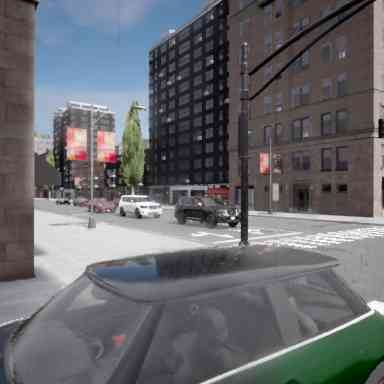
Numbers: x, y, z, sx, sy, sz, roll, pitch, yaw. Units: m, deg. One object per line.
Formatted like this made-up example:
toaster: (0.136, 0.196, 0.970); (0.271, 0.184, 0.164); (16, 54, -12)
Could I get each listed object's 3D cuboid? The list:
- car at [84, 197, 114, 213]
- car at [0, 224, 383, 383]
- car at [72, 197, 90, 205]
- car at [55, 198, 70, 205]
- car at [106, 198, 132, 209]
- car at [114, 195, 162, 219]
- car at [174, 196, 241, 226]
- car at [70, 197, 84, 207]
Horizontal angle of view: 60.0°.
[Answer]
car: (-10.601, 1.492, 38.878); (2.097, 1.767, 4.553); (0, 0, -36)
car: (-0.340, 1.352, 2.646); (4.553, 1.767, 2.097); (0, 0, -33)
car: (-22.136, 1.748, 66.269); (2.128, 1.511, 4.902); (0, 0, -36)
car: (-25.310, 1.856, 65.113); (1.895, 1.301, 4.718); (0, 0, -36)
car: (-11.294, 1.682, 51.259); (2.128, 1.511, 4.902); (0, 0, -36)
car: (-4.942, 1.325, 31.027); (2.150, 2.045, 5.566); (0, 0, -36)
car: (0.928, 1.286, 22.893); (2.150, 2.045, 5.566); (0, 0, -36)
car: (-18.444, 1.739, 55.613); (1.812, 1.442, 4.674); (0, 0, -35)
